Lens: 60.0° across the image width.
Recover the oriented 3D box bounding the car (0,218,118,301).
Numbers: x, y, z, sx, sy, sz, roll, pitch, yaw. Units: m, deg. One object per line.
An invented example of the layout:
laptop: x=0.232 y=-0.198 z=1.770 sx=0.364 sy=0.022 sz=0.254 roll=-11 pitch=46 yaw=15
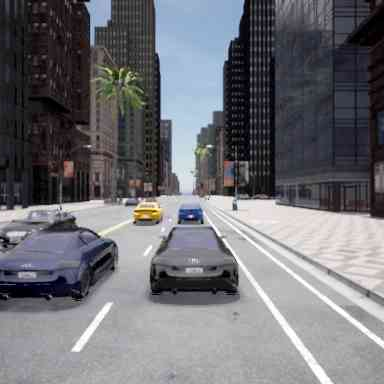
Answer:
car: x=-3.213 y=1.596 z=8.481 sx=1.994 sy=1.385 sz=4.181 roll=0 pitch=0 yaw=0

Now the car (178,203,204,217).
car: x=-0.097 y=1.573 z=26.197 sx=1.882 sy=1.535 sz=5.008 roll=0 pitch=0 yaw=-1

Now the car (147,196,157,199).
car: x=-6.929 y=1.521 z=57.033 sx=1.837 sy=1.490 sz=4.892 roll=0 pitch=0 yaw=0

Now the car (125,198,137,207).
car: x=-10.179 y=1.763 z=57.004 sx=2.033 sy=1.411 sz=5.357 roll=0 pitch=0 yaw=0

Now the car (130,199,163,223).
car: x=-3.345 y=1.573 z=26.195 sx=1.882 sy=1.535 sz=5.008 roll=0 pitch=0 yaw=0

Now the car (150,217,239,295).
car: x=0.034 y=1.597 z=8.877 sx=1.994 sy=1.385 sz=4.181 roll=0 pitch=0 yaw=-1

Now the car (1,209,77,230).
car: x=-6.713 y=1.547 z=15.038 sx=2.128 sy=1.511 sz=4.902 roll=0 pitch=0 yaw=0
